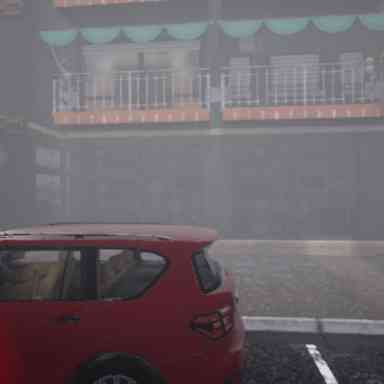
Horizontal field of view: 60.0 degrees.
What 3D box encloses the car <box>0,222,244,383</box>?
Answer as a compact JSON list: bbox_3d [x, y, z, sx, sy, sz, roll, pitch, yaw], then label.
[{"bbox_3d":[-1.901,1.312,3.858,5.009,1.841,2.192,0,0,5],"label":"car"}]
